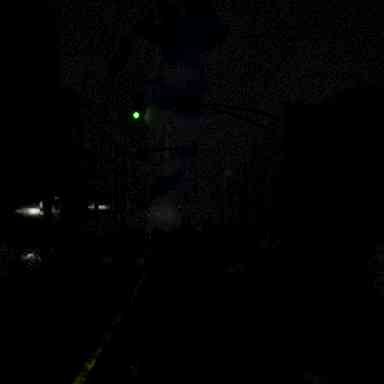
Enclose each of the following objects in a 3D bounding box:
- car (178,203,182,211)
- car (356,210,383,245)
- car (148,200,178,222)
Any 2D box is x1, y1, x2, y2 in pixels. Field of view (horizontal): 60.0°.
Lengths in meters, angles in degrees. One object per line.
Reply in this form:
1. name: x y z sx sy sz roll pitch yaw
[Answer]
1. car: -2.805 2.332 43.710 2.033 1.411 5.357 0 -1 0
2. car: 10.830 1.832 16.517 5.009 1.841 2.192 1 -1 0
3. car: -2.817 1.757 31.998 2.150 2.045 5.566 0 -1 0
